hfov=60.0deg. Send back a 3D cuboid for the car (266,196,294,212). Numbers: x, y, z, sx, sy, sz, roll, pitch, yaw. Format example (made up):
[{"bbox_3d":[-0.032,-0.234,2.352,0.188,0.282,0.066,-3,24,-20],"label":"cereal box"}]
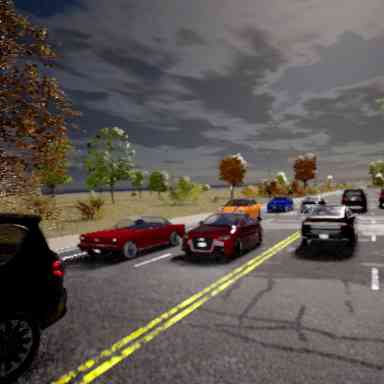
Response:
[{"bbox_3d":[9.004,1.163,33.767,1.882,1.535,5.008,-2,1,29],"label":"car"}]

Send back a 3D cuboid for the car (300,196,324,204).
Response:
[{"bbox_3d":[11.577,1.107,31.704,2.128,1.511,4.902,-2,0,29],"label":"car"}]

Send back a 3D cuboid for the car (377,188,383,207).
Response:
[{"bbox_3d":[21.262,0.544,35.707,2.150,2.045,5.566,-2,0,28],"label":"car"}]

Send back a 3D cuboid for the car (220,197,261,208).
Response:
[{"bbox_3d":[3.273,1.224,23.161,2.097,1.767,4.553,-2,0,29],"label":"car"}]

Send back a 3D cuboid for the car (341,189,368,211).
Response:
[{"bbox_3d":[15.949,0.706,32.700,2.150,2.045,5.566,-2,0,28],"label":"car"}]

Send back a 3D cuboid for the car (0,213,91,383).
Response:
[{"bbox_3d":[-3.874,1.331,3.161,2.150,2.045,5.566,-2,0,29],"label":"car"}]

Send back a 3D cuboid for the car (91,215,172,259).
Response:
[{"bbox_3d":[-2.159,1.646,13.145,1.895,1.301,4.718,-2,0,28],"label":"car"}]

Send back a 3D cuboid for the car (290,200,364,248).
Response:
[{"bbox_3d":[5.763,1.307,13.790,2.128,1.511,4.902,-2,0,28],"label":"car"}]

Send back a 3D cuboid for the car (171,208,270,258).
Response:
[{"bbox_3d":[1.283,1.511,12.677,1.994,1.385,4.181,-2,0,29],"label":"car"}]
